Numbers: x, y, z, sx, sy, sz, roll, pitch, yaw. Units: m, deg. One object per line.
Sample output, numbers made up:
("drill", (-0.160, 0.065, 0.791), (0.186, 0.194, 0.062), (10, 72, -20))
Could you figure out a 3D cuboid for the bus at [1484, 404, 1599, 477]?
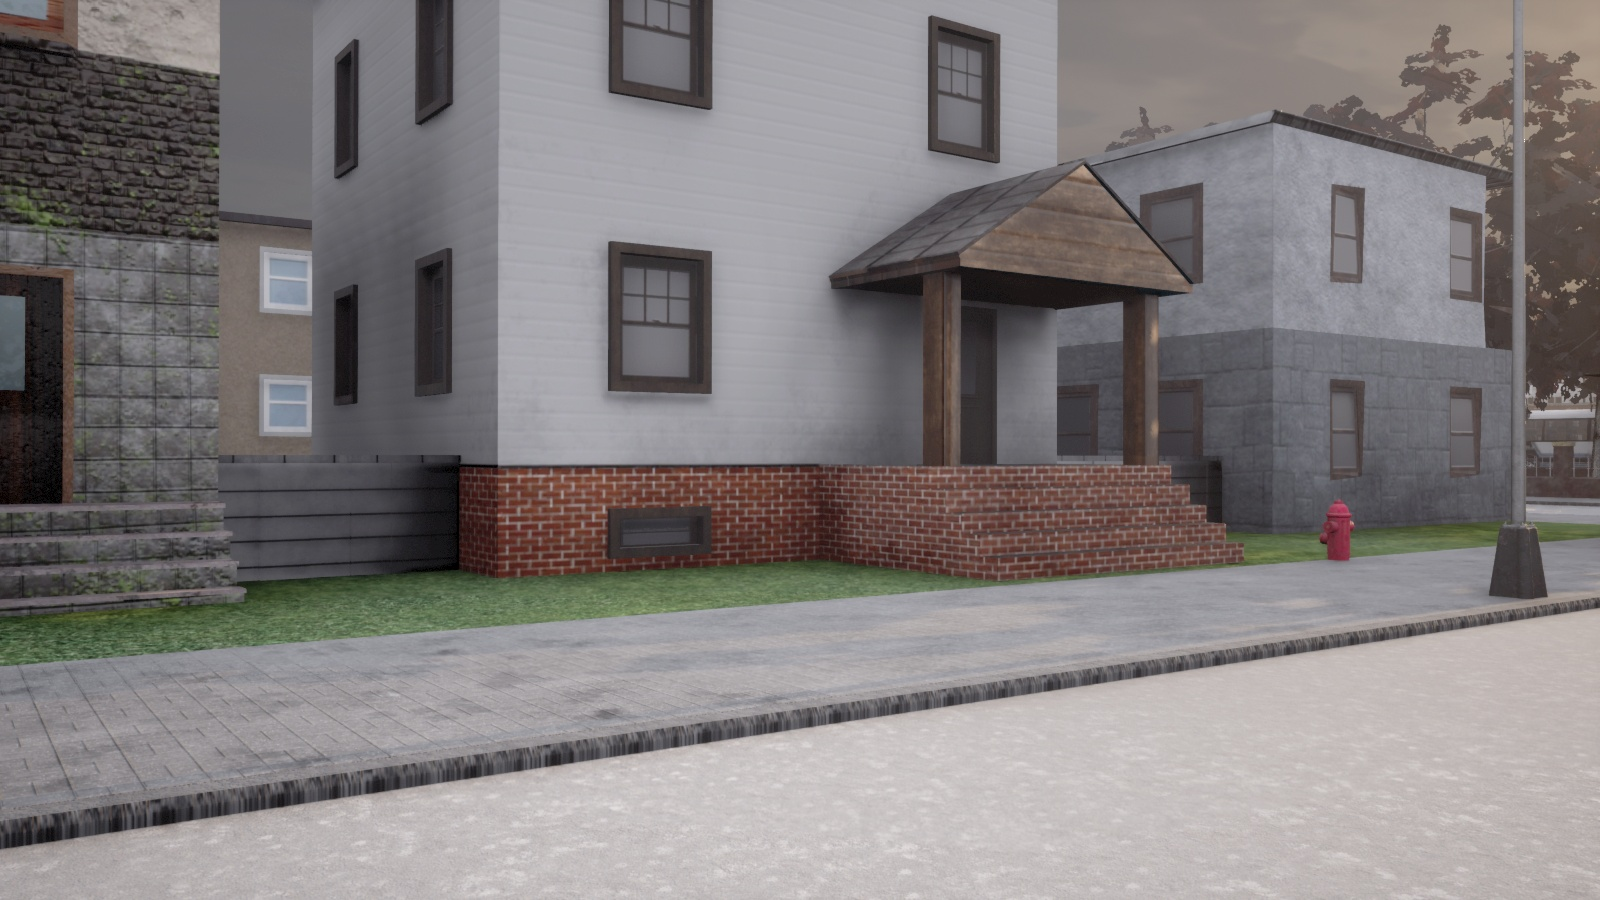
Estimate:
("bus", (47.707, -0.547, 76.169), (3.944, 4.253, 10.273), (0, 0, -34))
